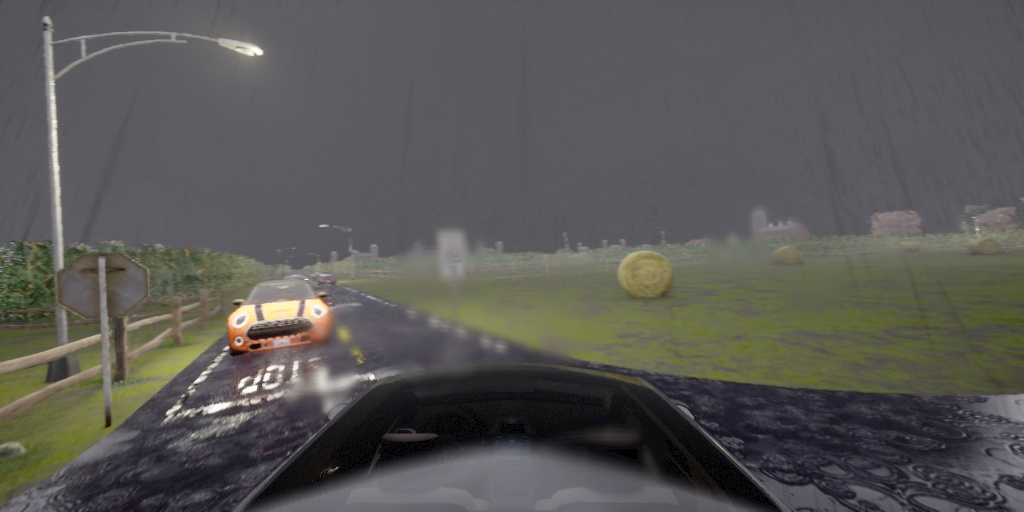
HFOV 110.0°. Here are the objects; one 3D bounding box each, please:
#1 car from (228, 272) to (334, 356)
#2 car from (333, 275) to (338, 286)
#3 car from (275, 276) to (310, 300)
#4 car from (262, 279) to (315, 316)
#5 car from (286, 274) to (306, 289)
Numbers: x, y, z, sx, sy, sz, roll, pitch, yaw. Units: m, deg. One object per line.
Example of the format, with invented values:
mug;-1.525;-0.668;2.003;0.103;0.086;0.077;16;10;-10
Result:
car;-6.507;1.496;10.243;2.097;1.767;4.553;-3;0;-31
car;-20.660;2.578;39.795;1.812;1.442;4.674;-3;0;-31
car;-16.134;2.309;26.436;1.994;1.385;4.181;-3;0;-31
car;-11.207;2.003;18.158;1.994;1.385;4.181;-3;0;-31
car;-24.295;2.823;40.323;1.812;1.442;4.674;-3;0;-31
